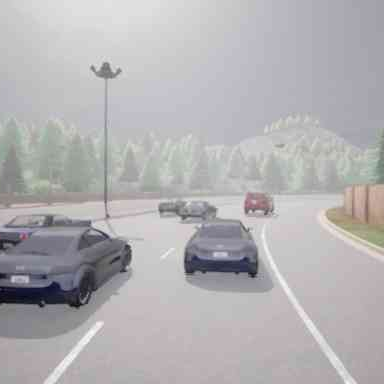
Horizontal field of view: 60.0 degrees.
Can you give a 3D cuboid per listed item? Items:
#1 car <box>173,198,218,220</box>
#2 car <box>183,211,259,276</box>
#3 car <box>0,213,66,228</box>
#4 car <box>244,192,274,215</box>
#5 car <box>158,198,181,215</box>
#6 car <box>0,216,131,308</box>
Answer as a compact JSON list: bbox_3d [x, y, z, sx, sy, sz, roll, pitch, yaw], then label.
[{"bbox_3d":[0.580,1.371,25.503,2.033,1.411,5.357,0,0,17],"label":"car"},{"bbox_3d":[0.929,1.496,10.179,1.994,1.385,4.181,0,0,7],"label":"car"},{"bbox_3d":[-5.745,1.481,13.204,1.895,1.301,4.718,0,0,8],"label":"car"},{"bbox_3d":[6.429,1.030,31.611,2.150,2.045,5.566,0,0,21],"label":"car"},{"bbox_3d":[-1.430,1.272,30.406,2.128,1.511,4.902,0,0,19],"label":"car"},{"bbox_3d":[-2.846,1.495,7.864,1.994,1.385,4.181,0,0,5],"label":"car"}]
